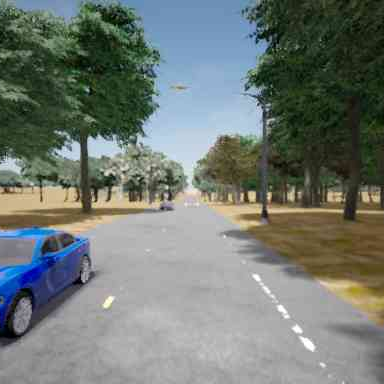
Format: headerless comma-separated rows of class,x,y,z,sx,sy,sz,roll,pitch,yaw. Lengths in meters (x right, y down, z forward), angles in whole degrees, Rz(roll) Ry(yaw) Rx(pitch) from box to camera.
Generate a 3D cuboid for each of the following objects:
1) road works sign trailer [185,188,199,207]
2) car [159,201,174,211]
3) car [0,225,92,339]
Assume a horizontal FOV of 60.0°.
road works sign trailer,0.019,1.017,61.876,2.380,3.560,2.880,0,-1,0
car,-3.559,1.952,47.537,2.033,1.411,5.357,0,-1,0
car,-3.599,1.534,6.882,1.882,1.535,5.008,0,0,0
